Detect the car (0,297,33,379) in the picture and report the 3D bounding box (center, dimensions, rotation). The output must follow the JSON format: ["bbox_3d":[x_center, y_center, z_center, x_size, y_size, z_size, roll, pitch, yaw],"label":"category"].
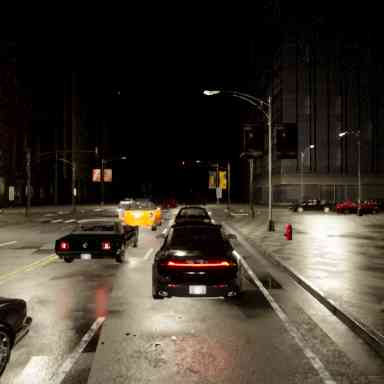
[{"bbox_3d":[-3.152,1.548,2.215,2.033,1.411,5.357,0,0,0],"label":"car"}]

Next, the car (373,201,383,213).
[{"bbox_3d":[23.114,1.639,37.128,4.718,1.301,1.895,0,-1,-1],"label":"car"}]

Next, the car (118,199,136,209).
[{"bbox_3d":[-9.727,1.745,50.411,1.812,1.442,4.674,0,0,0],"label":"car"}]

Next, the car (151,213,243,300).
[{"bbox_3d":[0.117,1.512,8.391,1.837,1.490,4.892,0,0,0],"label":"car"}]

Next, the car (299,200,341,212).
[{"bbox_3d":[15.277,1.662,39.776,4.313,1.339,1.947,0,0,-1],"label":"car"}]

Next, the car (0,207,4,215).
[{"bbox_3d":[-21.365,1.697,33.363,4.674,1.442,1.812,0,-1,0],"label":"car"}]

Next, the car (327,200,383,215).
[{"bbox_3d":[15.388,1.577,31.252,4.206,1.307,1.802,0,0,-1],"label":"car"}]

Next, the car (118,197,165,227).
[{"bbox_3d":[-3.101,1.396,20.996,2.097,1.767,4.553,0,0,0],"label":"car"}]

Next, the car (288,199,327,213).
[{"bbox_3d":[13.214,1.575,36.995,4.892,1.490,1.837,0,-1,-1],"label":"car"}]

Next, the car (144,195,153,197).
[{"bbox_3d":[-9.585,1.602,71.773,2.150,2.045,5.566,0,0,0],"label":"car"}]

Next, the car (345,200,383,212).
[{"bbox_3d":[20.917,1.643,39.850,4.313,1.339,1.947,0,0,-1],"label":"car"}]

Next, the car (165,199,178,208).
[{"bbox_3d":[-3.130,1.730,48.143,1.812,1.442,4.674,0,0,2],"label":"car"}]

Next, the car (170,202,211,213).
[{"bbox_3d":[0.041,1.509,17.882,1.882,1.535,5.008,0,0,0],"label":"car"}]

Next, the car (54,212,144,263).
[{"bbox_3d":[-3.121,1.615,12.002,1.895,1.301,4.718,0,0,0],"label":"car"}]
